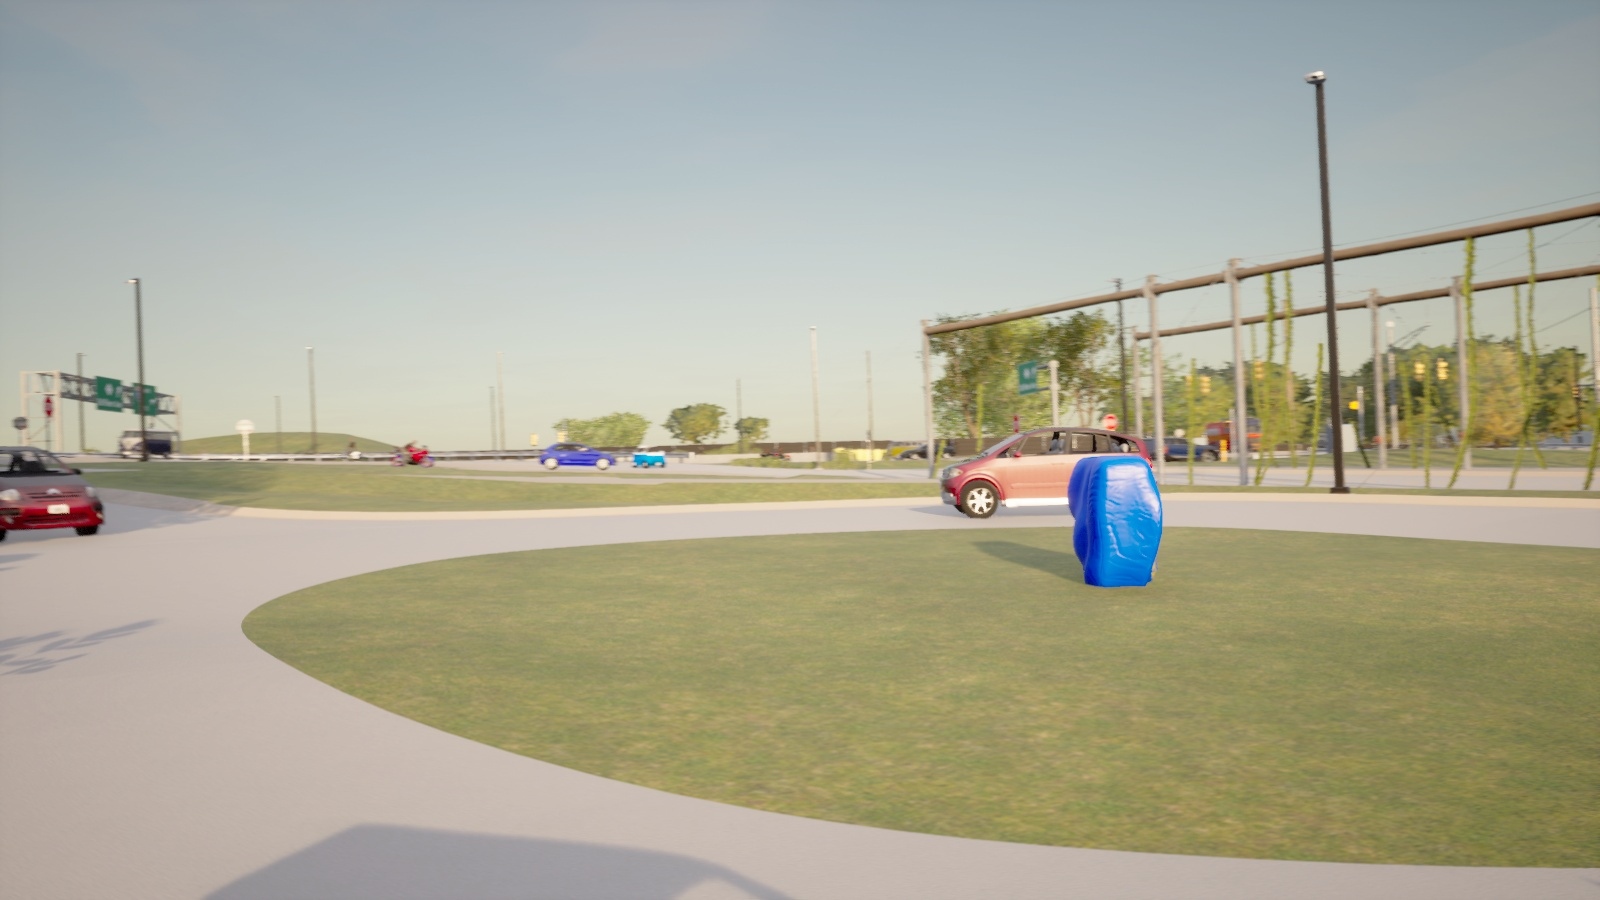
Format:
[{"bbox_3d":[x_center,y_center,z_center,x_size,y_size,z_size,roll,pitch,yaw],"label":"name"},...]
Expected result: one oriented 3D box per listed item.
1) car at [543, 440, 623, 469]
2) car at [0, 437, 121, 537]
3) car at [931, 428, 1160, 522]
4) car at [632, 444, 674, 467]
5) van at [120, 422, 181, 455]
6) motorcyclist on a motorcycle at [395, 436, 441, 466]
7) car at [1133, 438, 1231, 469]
[{"bbox_3d":[-11.741,0.251,68.154,4.193,1.474,1.816,1,-1,-8],"label":"car"},{"bbox_3d":[-14.120,0.588,22.712,3.988,1.617,1.851,1,1,39],"label":"car"},{"bbox_3d":[4.273,0.421,22.256,3.705,1.549,1.789,-1,0,1],"label":"car"},{"bbox_3d":[-8.866,0.320,75.714,1.481,1.376,2.207,-2,2,-42],"label":"car"},{"bbox_3d":[-41.775,-0.707,80.882,1.775,1.987,4.442,1,0,-2],"label":"van"},{"bbox_3d":[-20.434,0.051,67.166,2.191,1.530,0.866,2,-1,-6],"label":"motorcyclist on a motorcycle"},{"bbox_3d":[21.463,0.199,70.595,4.856,1.649,2.033,0,-1,-8],"label":"car"}]
